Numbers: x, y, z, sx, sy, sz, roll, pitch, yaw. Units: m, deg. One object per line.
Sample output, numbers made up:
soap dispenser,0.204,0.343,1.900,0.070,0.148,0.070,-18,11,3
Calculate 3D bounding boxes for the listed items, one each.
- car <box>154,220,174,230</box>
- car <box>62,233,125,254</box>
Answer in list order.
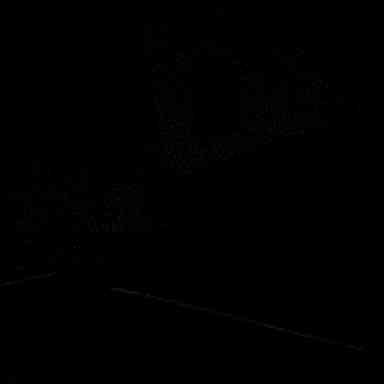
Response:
car,-2.321,3.827,34.889,2.097,1.767,4.553,-16,-9,35
car,-7.811,4.169,27.196,2.033,1.411,5.357,-16,-9,35
